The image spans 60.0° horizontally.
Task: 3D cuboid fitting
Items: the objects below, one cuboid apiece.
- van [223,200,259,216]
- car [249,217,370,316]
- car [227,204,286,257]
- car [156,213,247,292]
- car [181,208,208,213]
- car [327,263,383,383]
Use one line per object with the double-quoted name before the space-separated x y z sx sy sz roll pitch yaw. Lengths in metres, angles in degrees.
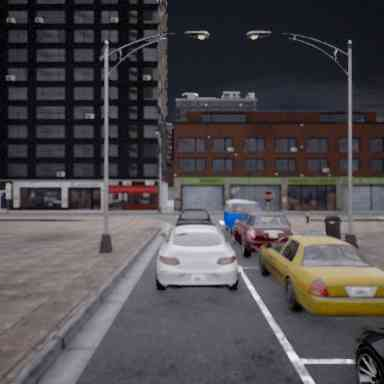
"van" 2.664 1.338 18.293 1.690 1.788 3.998 0 0 0
"car" 2.650 1.522 7.515 1.752 1.417 4.829 0 0 0
"car" 2.657 1.437 12.819 1.967 1.590 4.097 0 0 0
"car" 0.089 1.523 8.831 1.812 1.442 4.674 0 0 -1
"car" 0.130 1.545 17.009 2.033 1.411 5.357 0 0 1
"car" 2.643 1.564 1.871 1.947 1.339 4.313 0 0 0
